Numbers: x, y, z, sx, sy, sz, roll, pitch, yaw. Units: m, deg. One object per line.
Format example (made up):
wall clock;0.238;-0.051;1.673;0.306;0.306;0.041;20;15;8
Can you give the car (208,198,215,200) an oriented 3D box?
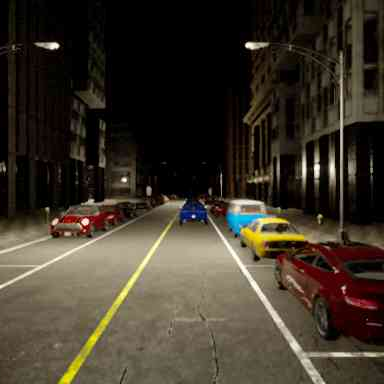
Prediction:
car;2.768;1.543;34.225;1.802;1.307;4.206;0;0;0

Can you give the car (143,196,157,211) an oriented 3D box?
car;-5.757;1.507;39.811;2.008;1.369;4.403;0;0;0

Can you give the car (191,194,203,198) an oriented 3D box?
car;0.104;1.431;42.465;1.882;1.535;5.008;0;0;0

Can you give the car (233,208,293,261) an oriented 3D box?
car;2.766;1.511;11.987;1.752;1.417;4.829;0;0;0

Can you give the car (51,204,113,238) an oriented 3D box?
car;-5.758;1.420;17.405;1.967;1.590;4.097;0;0;0

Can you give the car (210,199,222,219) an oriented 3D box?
car;2.767;1.549;28.624;1.802;1.307;4.206;0;0;0

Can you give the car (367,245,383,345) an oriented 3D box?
car;2.766;1.314;0.612;2.192;1.841;5.009;0;0;0

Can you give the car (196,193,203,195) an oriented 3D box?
car;2.774;1.351;94.613;1.967;1.590;4.097;0;0;0

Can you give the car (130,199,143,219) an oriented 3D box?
car;-5.758;1.533;28.608;1.947;1.339;4.313;0;0;0

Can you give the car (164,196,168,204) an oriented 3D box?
car;-5.754;1.256;56.617;2.192;1.841;5.009;0;0;0

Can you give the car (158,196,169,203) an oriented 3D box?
car;-5.754;1.457;67.650;1.752;1.417;4.829;0;0;0

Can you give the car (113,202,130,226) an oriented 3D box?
car;-5.758;1.555;23.006;1.802;1.307;4.206;0;0;0

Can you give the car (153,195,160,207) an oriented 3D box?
car;-5.756;1.476;45.243;1.752;1.417;4.829;0;0;0

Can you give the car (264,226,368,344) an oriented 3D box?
car;2.765;1.574;6.215;1.802;1.307;4.206;0;0;0

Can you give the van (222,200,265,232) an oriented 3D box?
van;2.767;1.320;17.419;1.690;1.788;3.998;0;0;0

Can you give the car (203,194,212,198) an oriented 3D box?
car;2.770;1.490;51.032;1.887;1.381;4.507;0;0;0

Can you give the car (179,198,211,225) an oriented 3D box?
car;0.103;1.449;24.139;1.882;1.535;5.008;0;0;0

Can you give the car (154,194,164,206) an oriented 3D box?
car;-5.756;1.491;51.015;1.887;1.381;4.507;0;0;0

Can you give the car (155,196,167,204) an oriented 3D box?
car;-5.754;1.462;62.048;1.752;1.417;4.829;0;0;0
